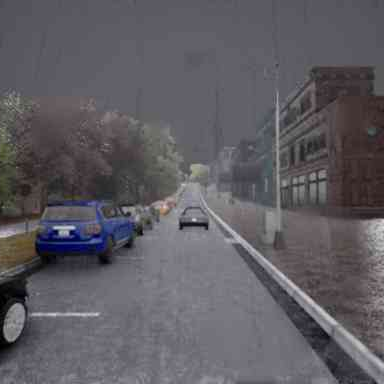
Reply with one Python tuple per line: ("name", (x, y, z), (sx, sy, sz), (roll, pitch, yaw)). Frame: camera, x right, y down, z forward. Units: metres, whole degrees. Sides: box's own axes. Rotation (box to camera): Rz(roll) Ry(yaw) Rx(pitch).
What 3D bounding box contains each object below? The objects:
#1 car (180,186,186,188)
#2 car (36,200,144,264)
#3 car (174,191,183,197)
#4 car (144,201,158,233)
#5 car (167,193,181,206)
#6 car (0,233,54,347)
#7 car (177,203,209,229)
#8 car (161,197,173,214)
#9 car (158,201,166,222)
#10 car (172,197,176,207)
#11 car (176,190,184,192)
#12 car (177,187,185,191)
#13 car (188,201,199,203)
("car", (-3.544, 0.094, 89.726), (2.185, 1.767, 4.553), (0, 3, 2))
("car", (-3.635, 1.324, 12.392), (2.435, 2.045, 5.566), (0, -1, 2))
("car", (-3.547, 1.300, 67.311), (1.946, 1.575, 5.366), (1, 2, 2))
("car", (-3.627, 1.509, 20.045), (2.185, 1.767, 4.553), (0, 0, 2))
("car", (-3.558, 1.494, 56.291), (2.185, 1.767, 4.553), (2, 1, 2))
("car", (-3.646, 1.527, 3.437), (2.097, 1.535, 5.008), (0, 0, 2))
("car", (0.131, 1.732, 22.950), (1.994, 1.385, 4.181), (0, 0, 0))
("car", (-3.598, 1.729, 36.895), (1.946, 1.575, 5.366), (0, 0, 2))
("car", (-3.630, 1.726, 25.648), (2.163, 1.488, 4.792), (-1, 0, 2))
("car", (-3.598, 1.794, 43.032), (2.002, 1.452, 4.674), (0, 0, 2))
("car", (-3.544, 1.088, 73.046), (2.231, 1.521, 4.892), (1, 3, 2))
("car", (-3.550, 0.397, 84.163), (2.185, 1.767, 4.553), (0, 3, 2))
("car", (0.152, 1.820, 41.776), (2.033, 1.411, 5.357), (0, 0, 0))
